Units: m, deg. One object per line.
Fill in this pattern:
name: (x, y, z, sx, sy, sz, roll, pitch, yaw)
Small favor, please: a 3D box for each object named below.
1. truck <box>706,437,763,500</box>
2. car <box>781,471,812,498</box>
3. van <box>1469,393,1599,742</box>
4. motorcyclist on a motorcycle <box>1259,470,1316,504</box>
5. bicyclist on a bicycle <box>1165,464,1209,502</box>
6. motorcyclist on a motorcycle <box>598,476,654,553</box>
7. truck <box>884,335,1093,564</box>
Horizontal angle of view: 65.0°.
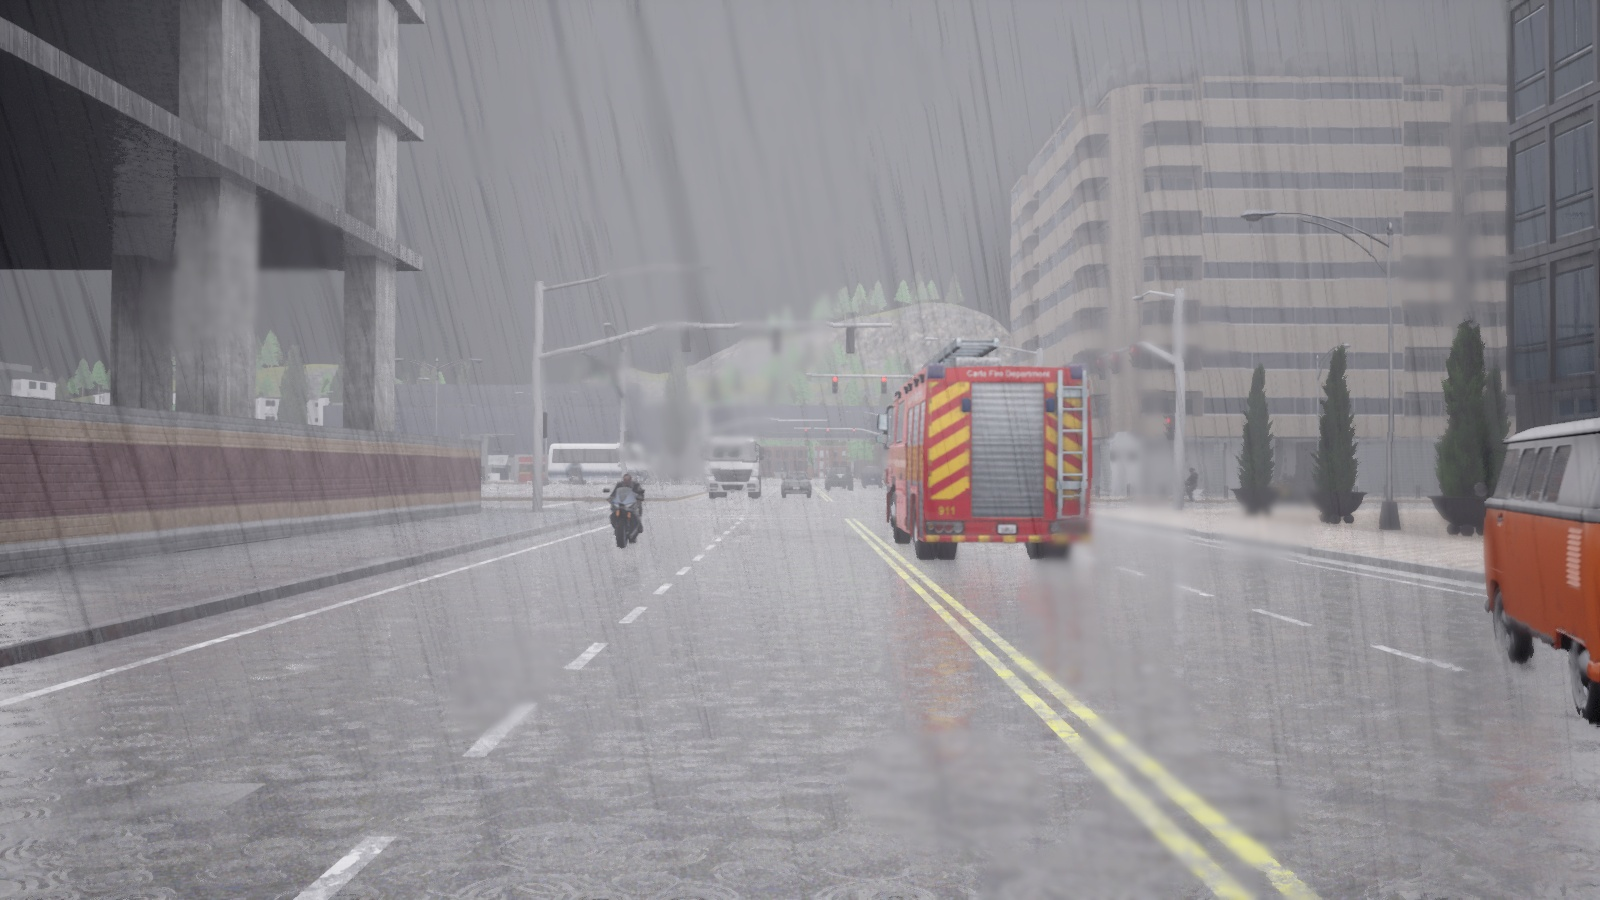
truck: (-3.691, 1.064, 72.659, 2.891, 3.462, 7.936, 0, -1, 0)
car: (-0.190, 2.029, 73.717, 1.789, 1.549, 3.705, 0, -1, 0)
van: (6.124, 0.692, 8.923, 1.775, 1.987, 4.442, 0, -1, 20)
motorcyclist on a motorcycle: (21.683, 1.644, 55.897, 2.191, 1.530, 0.866, 0, -1, 0)
bicyclist on a bicycle: (18.298, 1.551, 59.364, 1.843, 1.776, 0.659, 0, -1, -1)
motorcyclist on a motorcycle: (-3.567, 1.299, 25.948, 0.866, 1.530, 2.191, 0, -1, 0)
truck: (3.430, 0.059, 25.269, 2.891, 3.827, 8.468, 0, -1, 0)
